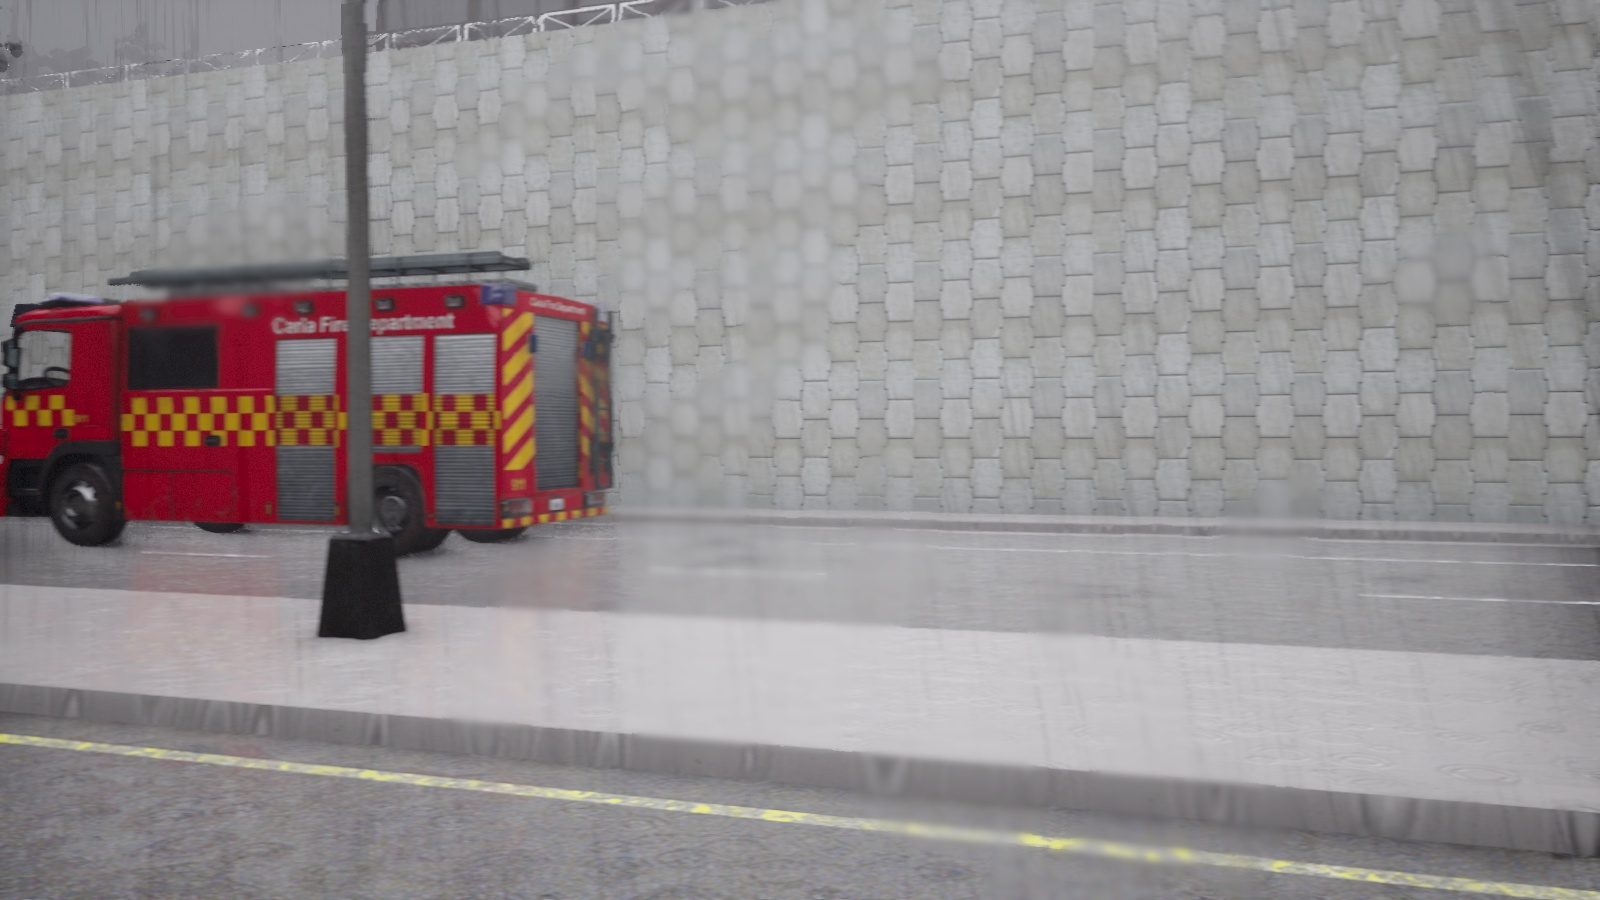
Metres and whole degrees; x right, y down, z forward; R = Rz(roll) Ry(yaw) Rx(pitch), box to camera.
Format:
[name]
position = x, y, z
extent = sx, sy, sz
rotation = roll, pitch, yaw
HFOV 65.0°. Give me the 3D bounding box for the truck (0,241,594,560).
[truck]
position = -7.405, -0.651, 17.800
extent = 8.468, 3.827, 2.891
rotation = 1, 1, 19
